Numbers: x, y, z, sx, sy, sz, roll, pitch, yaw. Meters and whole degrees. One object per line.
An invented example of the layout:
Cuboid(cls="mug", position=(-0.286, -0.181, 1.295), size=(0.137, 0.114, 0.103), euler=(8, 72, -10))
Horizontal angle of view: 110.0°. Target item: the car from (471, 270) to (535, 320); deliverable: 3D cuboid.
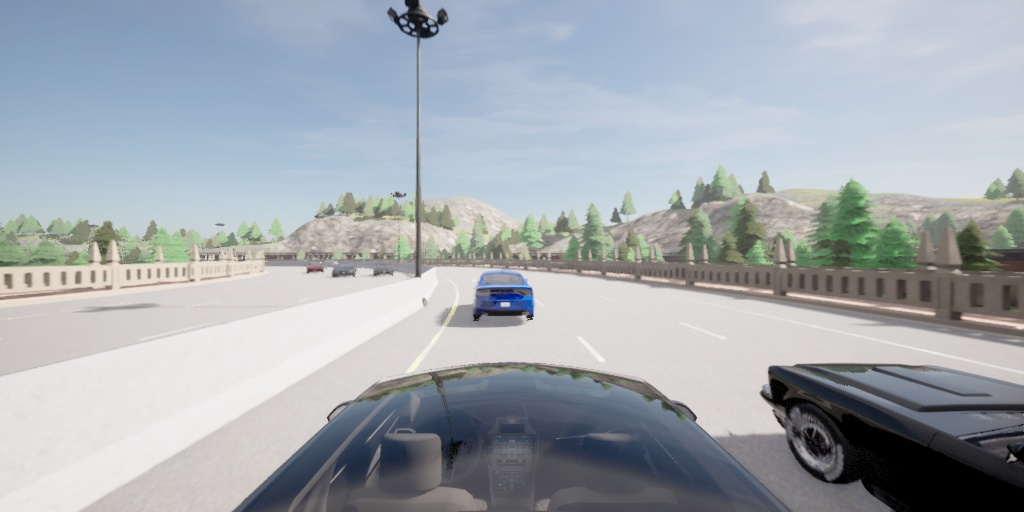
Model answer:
Cuboid(cls="car", position=(-0.402, 1.235, 12.671), size=(1.882, 1.535, 5.008), euler=(0, 0, -5))

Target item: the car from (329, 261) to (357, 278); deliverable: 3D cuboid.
Cuboid(cls="car", position=(-16.141, 1.393, 34.709), size=(1.994, 1.385, 4.181), euler=(0, 0, -20))

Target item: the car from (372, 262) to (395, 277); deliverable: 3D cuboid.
Cuboid(cls="car", position=(-13.052, 1.332, 36.452), size=(1.837, 1.490, 4.892), euler=(0, 0, -21))

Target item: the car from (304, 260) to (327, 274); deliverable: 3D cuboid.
Cuboid(cls="car", position=(-24.133, 1.494, 44.170), size=(1.895, 1.301, 4.718), euler=(0, 0, -28))

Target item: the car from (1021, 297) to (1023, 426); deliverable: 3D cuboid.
Cuboid(cls="car", position=(7.085, 1.241, 1.781), size=(2.128, 1.511, 4.902), euler=(0, 0, 0))

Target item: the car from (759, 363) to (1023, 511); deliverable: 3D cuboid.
Cuboid(cls="car", position=(3.593, 1.351, 1.690), size=(1.895, 1.301, 4.718), euler=(0, 0, 0))
